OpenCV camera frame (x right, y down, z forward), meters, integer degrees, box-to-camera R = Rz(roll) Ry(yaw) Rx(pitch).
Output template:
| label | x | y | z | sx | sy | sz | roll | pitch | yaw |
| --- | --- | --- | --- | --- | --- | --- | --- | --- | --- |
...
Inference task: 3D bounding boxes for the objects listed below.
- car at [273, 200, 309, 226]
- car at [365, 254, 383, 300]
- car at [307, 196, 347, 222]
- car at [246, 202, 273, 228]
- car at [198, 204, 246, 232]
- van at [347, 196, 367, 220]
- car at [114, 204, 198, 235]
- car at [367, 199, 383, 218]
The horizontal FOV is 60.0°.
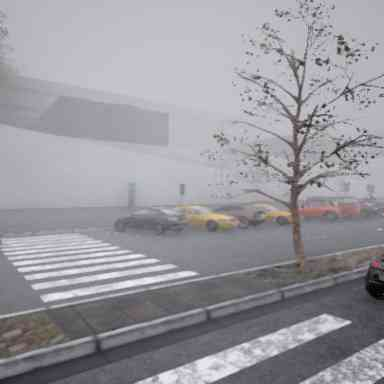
| label | x | y | z | sx | sy | sz | roll | pitch | yaw |
| --- | --- | --- | --- | --- | --- | --- | --- | --- | --- |
| car | 5.144 | 1.531 | 23.759 | 5.366 | 1.575 | 1.946 | -1 | -1 | 35 |
| car | 5.589 | 1.575 | 7.144 | 4.181 | 1.385 | 1.994 | 0 | 0 | -35 |
| car | 9.873 | 1.429 | 27.307 | 4.553 | 1.767 | 2.185 | -1 | -1 | 34 |
| car | 2.534 | 1.554 | 22.146 | 4.792 | 1.488 | 2.163 | -1 | -1 | 35 |
| car | 0.284 | 1.507 | 20.299 | 5.366 | 1.575 | 1.946 | -1 | -1 | 35 |
| van | 12.384 | 1.333 | 29.000 | 4.442 | 1.987 | 1.878 | -1 | -1 | 35 |
| car | -2.298 | 1.545 | 18.668 | 4.674 | 1.452 | 2.002 | -1 | -1 | 35 |
| car | 14.715 | 1.597 | 30.782 | 4.674 | 1.452 | 2.002 | -1 | 0 | 35 |
